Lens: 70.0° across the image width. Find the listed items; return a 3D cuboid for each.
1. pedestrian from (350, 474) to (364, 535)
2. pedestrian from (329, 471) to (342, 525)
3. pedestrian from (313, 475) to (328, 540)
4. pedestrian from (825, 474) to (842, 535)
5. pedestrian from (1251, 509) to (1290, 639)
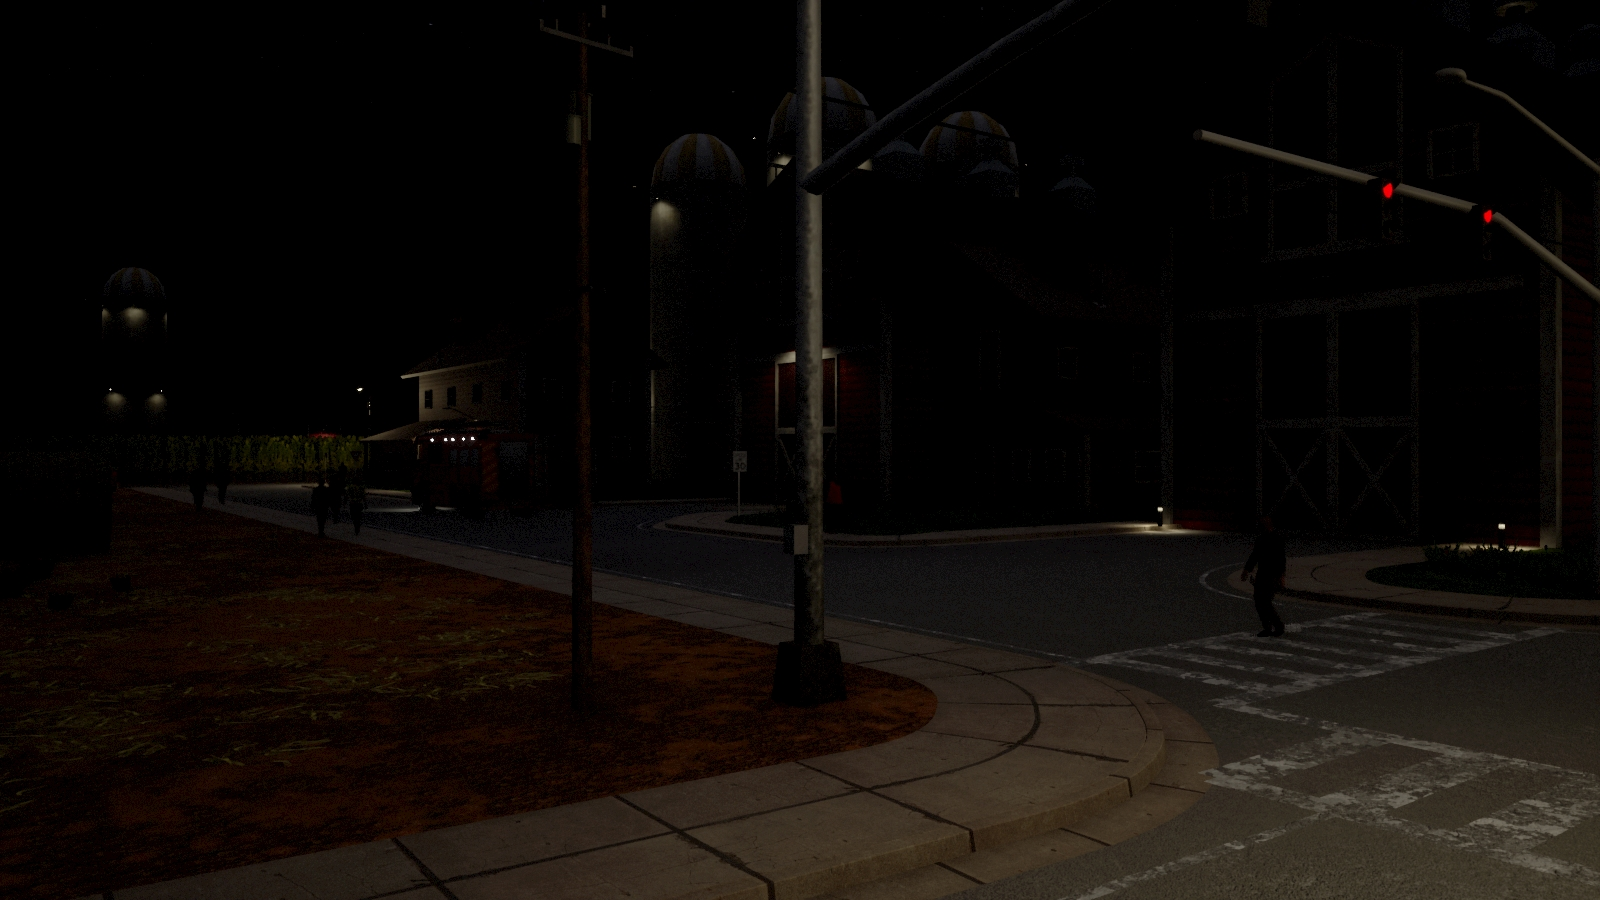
[{"bbox_3d":[-13.584,1.665,35.015,0.375,1.860,0.375,0,0,-24],"label":"pedestrian"},{"bbox_3d":[-16.247,1.664,39.983,0.375,1.860,0.375,0,0,-29],"label":"pedestrian"},{"bbox_3d":[-13.894,1.666,33.105,0.375,1.860,0.375,0,0,-29],"label":"pedestrian"},{"bbox_3d":[1.020,1.655,34.942,0.375,1.860,0.375,0,0,31],"label":"pedestrian"},{"bbox_3d":[6.914,1.813,16.796,0.375,1.860,0.375,0,0,-25],"label":"pedestrian"}]
